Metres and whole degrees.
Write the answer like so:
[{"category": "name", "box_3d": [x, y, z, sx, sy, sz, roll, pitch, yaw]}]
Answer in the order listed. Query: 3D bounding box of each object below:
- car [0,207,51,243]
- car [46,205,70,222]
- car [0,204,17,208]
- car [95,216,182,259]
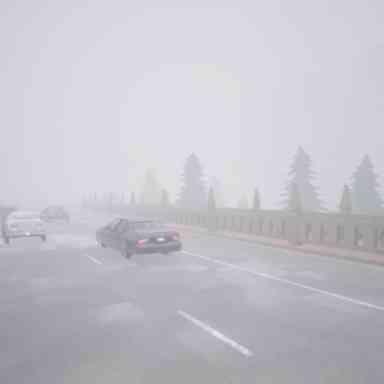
[{"category": "car", "box_3d": [-8.893, 1.744, 17.535, 1.812, 1.442, 4.674, 0, -1, -31]}, {"category": "car", "box_3d": [-12.365, 1.914, 29.998, 2.033, 1.411, 5.357, 0, -1, -31]}, {"category": "car", "box_3d": [-17.745, 1.906, 32.137, 1.837, 1.490, 4.892, 0, 0, -31]}, {"category": "car", "box_3d": [-2.371, 1.708, 13.542, 2.033, 1.411, 5.357, 0, -1, -31]}]
